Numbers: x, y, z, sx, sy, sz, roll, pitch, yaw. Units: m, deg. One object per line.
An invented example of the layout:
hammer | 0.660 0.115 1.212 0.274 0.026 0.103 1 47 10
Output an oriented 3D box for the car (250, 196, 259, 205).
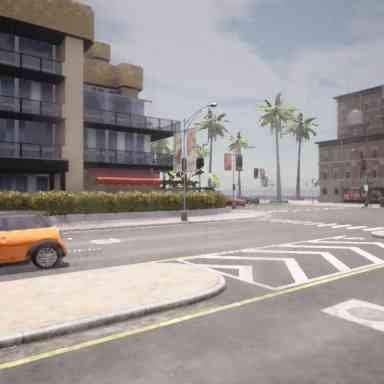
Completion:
car | 9.730 1.504 58.689 1.837 1.490 4.892 0 0 -35

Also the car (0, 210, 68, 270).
car | -6.072 1.351 9.462 4.553 1.767 2.097 0 0 -35

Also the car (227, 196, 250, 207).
car | 6.156 1.477 51.241 1.882 1.535 5.008 0 0 -35
